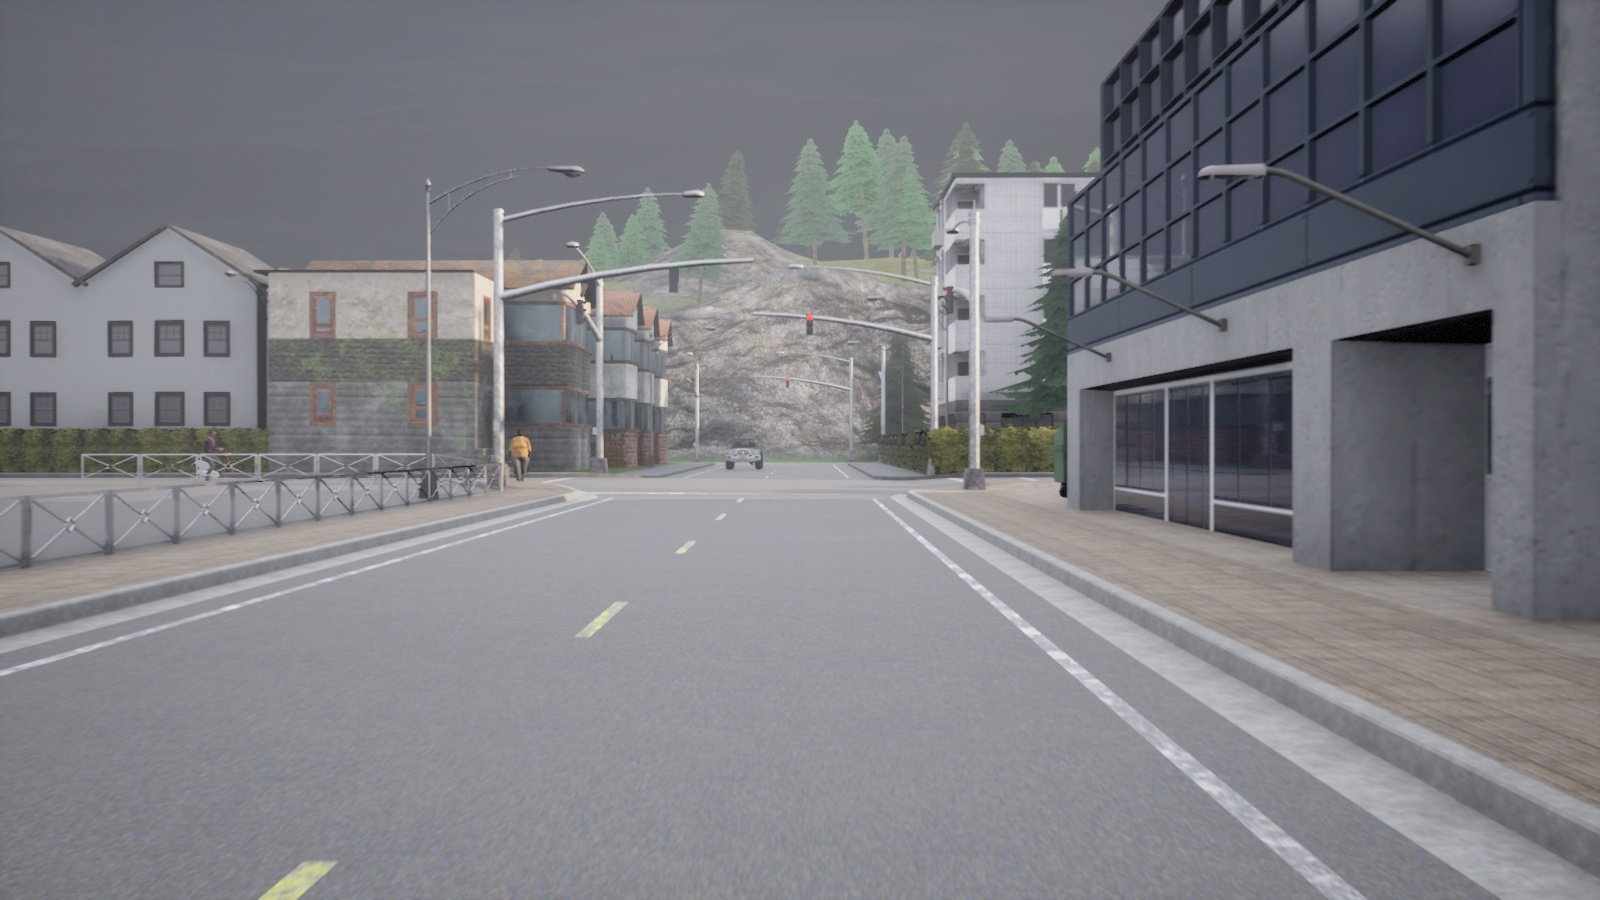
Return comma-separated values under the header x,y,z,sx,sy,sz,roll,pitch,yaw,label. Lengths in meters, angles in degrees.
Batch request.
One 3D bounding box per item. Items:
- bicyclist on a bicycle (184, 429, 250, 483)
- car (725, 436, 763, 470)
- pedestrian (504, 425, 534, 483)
x,y,z,sx,sy,sz,roll,pitch,yaw,label
-19.207,0.192,41.374,1.843,1.776,0.659,0,0,0,bicyclist on a bicycle
-3.092,0.165,70.191,1.932,1.855,4.605,0,0,0,car
-9.046,0.132,40.432,0.874,1.855,0.900,0,0,-9,pedestrian
